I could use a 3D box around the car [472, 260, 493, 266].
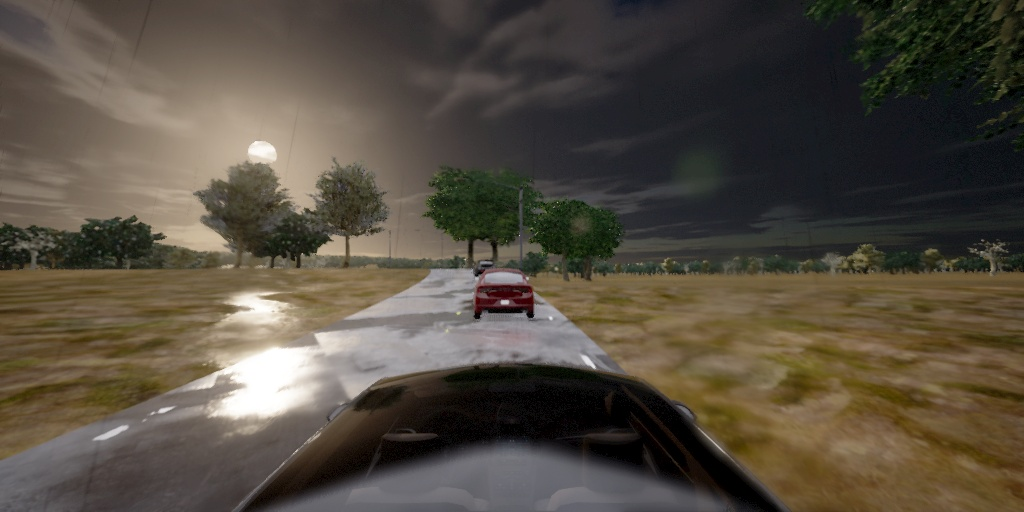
[{"bbox_3d":[-2.513,1.122,32.751,1.837,1.490,4.892,0,0,-10],"label":"car"}]

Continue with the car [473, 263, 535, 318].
[{"bbox_3d":[-0.340,1.187,12.903,1.882,1.535,5.008,0,0,-3],"label":"car"}]
